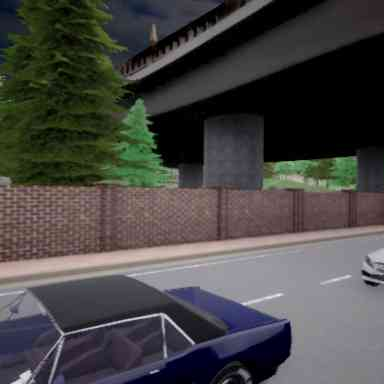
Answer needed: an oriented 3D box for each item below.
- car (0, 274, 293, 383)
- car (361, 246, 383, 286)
[{"bbox_3d":[-1.253,1.612,3.085,4.718,1.301,1.895,1,-1,-36],"label":"car"},{"bbox_3d":[6.283,1.656,8.654,4.674,1.442,1.812,1,-1,-36],"label":"car"}]
